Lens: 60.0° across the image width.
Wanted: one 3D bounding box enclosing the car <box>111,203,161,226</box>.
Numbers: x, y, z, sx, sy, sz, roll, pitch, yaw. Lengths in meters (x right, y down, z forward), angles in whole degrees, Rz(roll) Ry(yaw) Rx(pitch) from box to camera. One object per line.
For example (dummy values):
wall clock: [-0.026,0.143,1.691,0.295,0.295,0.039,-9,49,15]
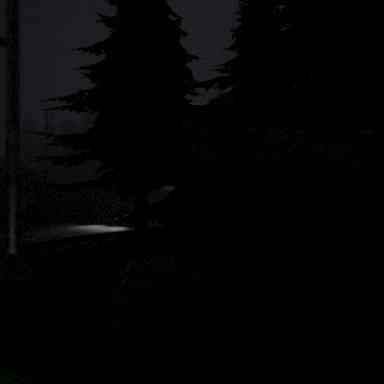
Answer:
car: [-3.666,1.532,24.000,1.812,1.442,4.674,0,0,36]
